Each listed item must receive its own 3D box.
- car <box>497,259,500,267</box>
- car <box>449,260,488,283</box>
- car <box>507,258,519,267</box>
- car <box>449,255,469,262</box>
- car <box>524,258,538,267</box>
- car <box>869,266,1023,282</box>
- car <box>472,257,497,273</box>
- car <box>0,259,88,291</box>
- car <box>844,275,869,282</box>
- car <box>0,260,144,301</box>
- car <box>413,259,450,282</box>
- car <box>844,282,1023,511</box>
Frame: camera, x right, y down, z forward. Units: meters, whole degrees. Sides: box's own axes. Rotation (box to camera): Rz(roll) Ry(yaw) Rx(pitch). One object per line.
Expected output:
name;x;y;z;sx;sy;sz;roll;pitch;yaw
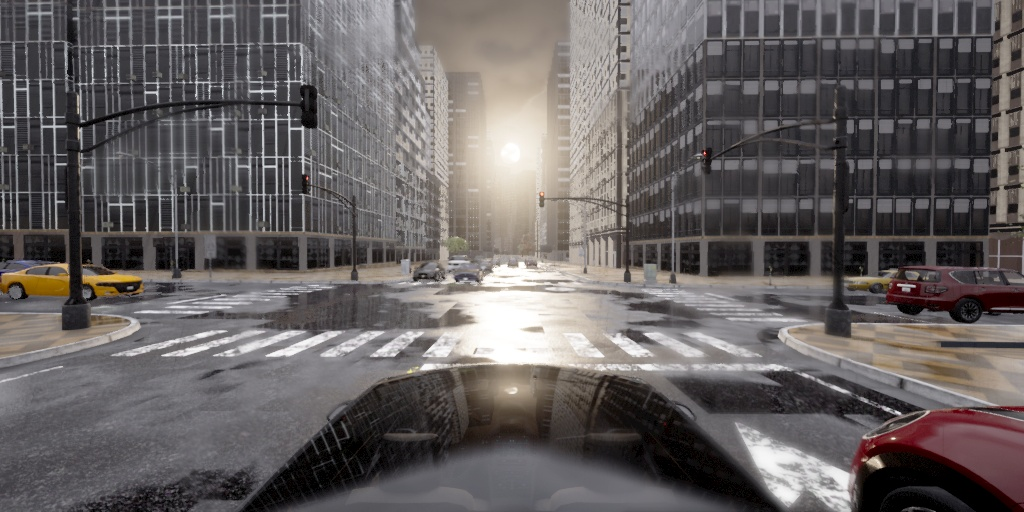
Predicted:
car;-3.075;1.193;64.558;2.128;1.511;4.902;0;0;1
car;-3.268;1.273;27.949;2.033;1.411;5.357;0;0;0
car;0.203;1.267;63.393;1.994;1.385;4.181;0;0;0
car;-6.461;0.944;43.974;2.150;2.045;5.566;0;0;0
car;3.453;1.304;63.411;1.895;1.301;4.718;0;0;0
car;16.225;1.282;12.555;5.009;1.841;2.192;0;0;1
car;-3.216;1.217;42.523;2.128;1.511;4.902;0;0;0
car;-26.274;0.971;19.204;5.008;1.535;1.882;1;1;1
car;21.863;1.409;20.821;4.829;1.417;1.751;0;0;1
car;-19.238;1.086;15.833;5.008;1.535;1.882;1;1;3
car;-6.514;1.241;28.681;1.837;1.490;4.892;0;0;0
car;3.254;1.103;0.441;2.097;1.767;4.553;0;0;0
